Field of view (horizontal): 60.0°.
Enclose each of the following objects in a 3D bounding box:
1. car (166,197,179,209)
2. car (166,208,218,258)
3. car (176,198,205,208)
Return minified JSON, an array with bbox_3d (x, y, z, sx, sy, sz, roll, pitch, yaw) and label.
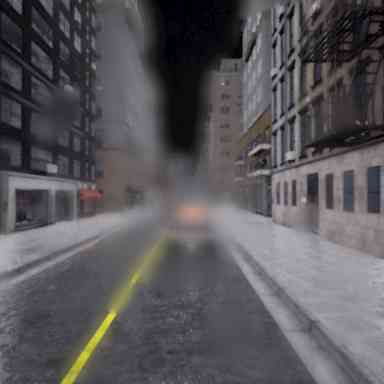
[{"bbox_3d":[-3.053,1.809,55.539,2.150,2.045,5.566,0,-1,0],"label":"car"},{"bbox_3d":[0.009,1.639,13.499,2.128,1.511,4.902,0,0,0],"label":"car"},{"bbox_3d":[-0.001,1.656,28.426,2.097,1.767,4.553,0,-1,0],"label":"car"}]
